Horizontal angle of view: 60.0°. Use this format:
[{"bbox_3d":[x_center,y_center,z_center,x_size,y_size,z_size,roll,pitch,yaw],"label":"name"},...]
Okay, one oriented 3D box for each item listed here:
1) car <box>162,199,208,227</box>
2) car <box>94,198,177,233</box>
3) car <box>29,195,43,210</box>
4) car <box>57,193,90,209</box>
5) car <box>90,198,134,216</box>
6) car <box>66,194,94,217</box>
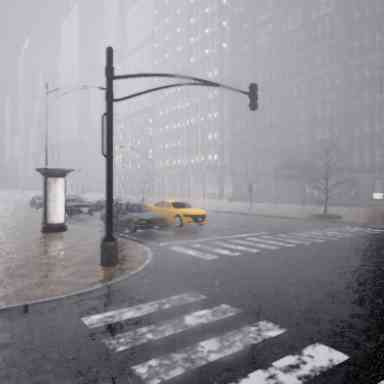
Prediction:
[{"bbox_3d":[-1.036,1.231,20.759,1.882,1.535,5.008,0,1,-37],"label":"car"},{"bbox_3d":[-3.307,1.306,18.370,2.033,1.411,5.357,0,1,-37],"label":"car"},{"bbox_3d":[-15.644,1.020,34.827,2.033,1.411,5.357,0,1,-36],"label":"car"},{"bbox_3d":[-13.224,0.963,37.014,2.128,1.511,4.902,0,1,-37],"label":"car"},{"bbox_3d":[-6.990,1.217,28.694,1.895,1.301,4.718,0,1,-37],"label":"car"},{"bbox_3d":[-9.273,1.112,26.322,2.128,1.511,4.902,0,1,-37],"label":"car"}]
